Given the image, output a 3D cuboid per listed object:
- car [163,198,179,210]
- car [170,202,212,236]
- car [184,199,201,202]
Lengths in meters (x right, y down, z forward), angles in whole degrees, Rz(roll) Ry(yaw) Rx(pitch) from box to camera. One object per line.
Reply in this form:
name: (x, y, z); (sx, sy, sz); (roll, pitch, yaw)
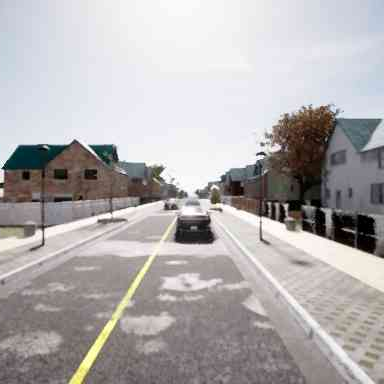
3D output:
car: (-2.778, 1.597, 44.833); (2.128, 1.511, 4.902); (0, 0, 0)
car: (0.089, 1.511, 18.368); (2.128, 1.511, 4.902); (0, 0, 0)
car: (0.077, 1.566, 41.352); (1.882, 1.535, 5.008); (0, 0, 0)
